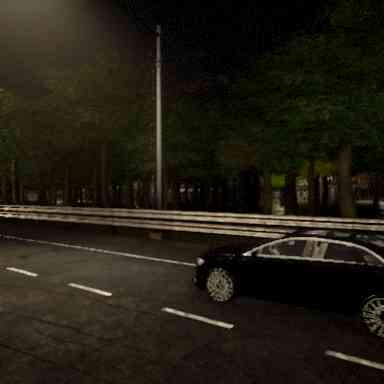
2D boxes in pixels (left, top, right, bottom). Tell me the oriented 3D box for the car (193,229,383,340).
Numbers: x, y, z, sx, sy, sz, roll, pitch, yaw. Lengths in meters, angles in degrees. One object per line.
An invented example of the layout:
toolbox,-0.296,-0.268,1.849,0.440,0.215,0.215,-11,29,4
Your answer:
car,2.287,1.494,6.538,4.902,1.511,2.128,0,0,36
